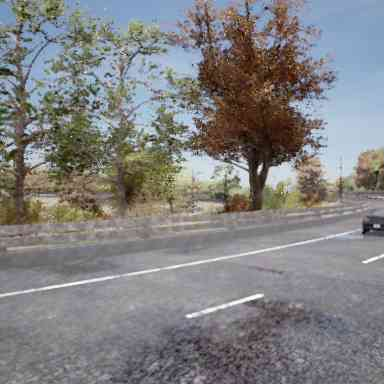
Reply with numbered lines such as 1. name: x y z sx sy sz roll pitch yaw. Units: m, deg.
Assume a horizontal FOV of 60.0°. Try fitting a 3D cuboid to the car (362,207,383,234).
1. car: 10.979 1.572 18.521 1.812 1.442 4.674 0 0 44
